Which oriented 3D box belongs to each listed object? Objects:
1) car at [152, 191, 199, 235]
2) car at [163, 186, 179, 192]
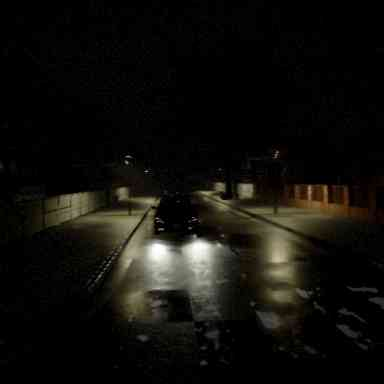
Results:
[{"bbox_3d":[-0.790,0.965,15.498,1.882,1.535,5.008,-2,2,-4],"label":"car"},{"bbox_3d":[-2.585,0.030,41.093,1.812,1.442,4.674,-2,2,-4],"label":"car"}]
